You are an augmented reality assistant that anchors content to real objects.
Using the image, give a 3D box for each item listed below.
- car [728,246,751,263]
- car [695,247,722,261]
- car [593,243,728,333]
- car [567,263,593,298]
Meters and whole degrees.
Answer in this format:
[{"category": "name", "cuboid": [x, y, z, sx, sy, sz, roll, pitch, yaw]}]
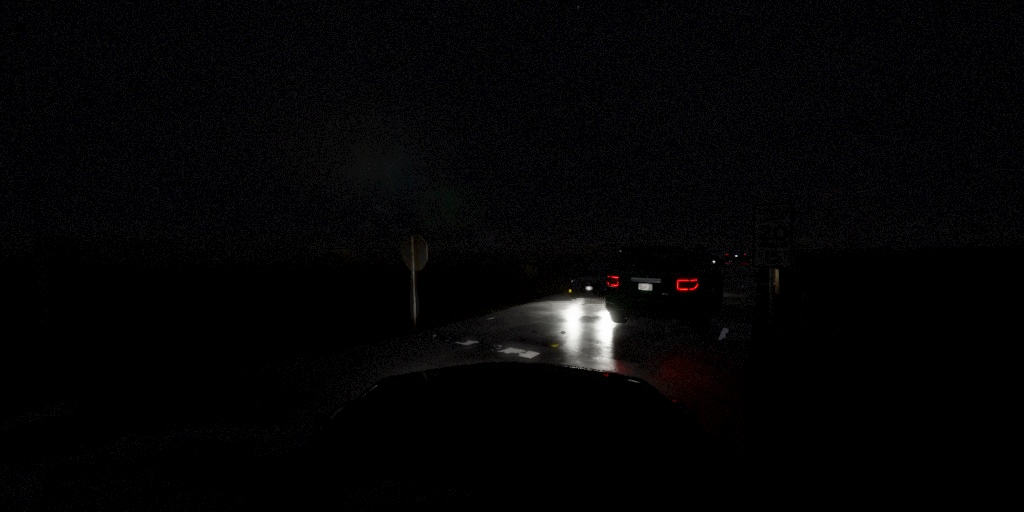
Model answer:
[{"category": "car", "cuboid": [22.122, -0.106, 35.165, 1.994, 1.385, 4.181, 1, 2, 35]}, {"category": "car", "cuboid": [21.812, -0.277, 39.637, 2.033, 1.411, 5.357, 1, 2, 35]}, {"category": "car", "cuboid": [4.419, 0.662, 9.945, 2.150, 2.045, 5.566, 1, 3, 35]}, {"category": "car", "cuboid": [3.794, 0.862, 14.027, 1.994, 1.385, 4.181, 1, 3, 35]}]
